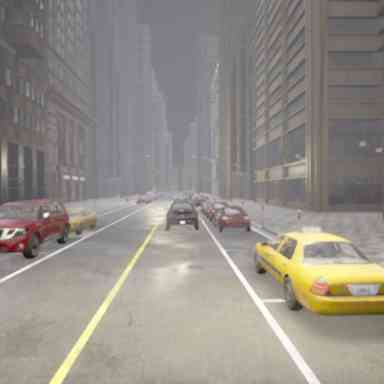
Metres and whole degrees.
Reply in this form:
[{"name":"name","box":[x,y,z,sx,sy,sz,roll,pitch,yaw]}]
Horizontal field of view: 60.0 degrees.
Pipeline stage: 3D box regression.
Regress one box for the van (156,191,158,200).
[{"name":"van","box":[-7.973,0.866,63.056,1.690,1.788,3.998,-1,0,-2]}]

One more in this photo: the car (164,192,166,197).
[{"name":"car","box":[-8.975,0.620,91.128,2.192,1.841,5.009,-1,0,-2]}]

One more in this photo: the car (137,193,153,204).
[{"name":"car","box":[-7.571,1.197,51.828,1.802,1.307,4.206,-1,0,-2]}]

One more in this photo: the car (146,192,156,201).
[{"name":"car","box":[-7.771,1.136,57.443,1.947,1.339,4.313,-1,0,-2]}]

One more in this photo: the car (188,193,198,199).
[{"name":"car","box":[0.147,0.914,74.607,2.008,1.369,4.403,-1,0,-2]}]

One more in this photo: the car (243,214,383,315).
[{"name":"car","box":[2.543,1.438,7.396,1.752,1.417,4.829,0,1,-2]}]

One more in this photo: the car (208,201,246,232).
[{"name":"car","box":[2.149,1.400,18.457,1.802,1.307,4.206,0,1,-2]}]

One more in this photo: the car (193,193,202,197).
[{"name":"car","box":[1.348,1.198,40.917,1.947,1.339,4.313,-1,0,-2]}]

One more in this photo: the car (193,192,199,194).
[{"name":"car","box":[1.148,1.132,46.531,1.887,1.381,4.507,-1,0,-2]}]

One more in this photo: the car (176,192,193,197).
[{"name":"car","box":[-1.278,1.156,39.643,2.128,1.511,4.902,0,1,-2]}]

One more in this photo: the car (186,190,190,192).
[{"name":"car","box":[0.545,0.768,63.374,2.192,1.841,5.009,-1,0,-2]}]

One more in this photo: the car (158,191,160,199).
[{"name":"car","box":[-8.172,1.025,68.672,1.887,1.381,4.507,-1,0,-2]}]

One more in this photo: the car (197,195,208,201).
[{"name":"car","box":[1.742,1.247,29.856,1.752,1.417,4.829,0,0,-2]}]

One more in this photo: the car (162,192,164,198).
[{"name":"car","box":[-8.772,0.930,85.516,1.802,1.307,4.206,-1,0,-2]}]

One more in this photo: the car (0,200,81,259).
[{"name":"car","box":[-6.172,1.254,12.524,2.192,1.841,5.009,0,1,-2]}]

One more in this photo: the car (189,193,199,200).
[{"name":"car","box":[0.347,0.974,68.992,1.947,1.339,4.313,-1,0,-2]}]

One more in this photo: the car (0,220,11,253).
[{"name":"car","box":[-5.970,1.537,6.911,2.008,1.369,4.403,0,1,-2]}]

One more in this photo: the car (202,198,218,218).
[{"name":"car","box":[1.949,1.352,24.071,1.802,1.307,4.206,0,0,-2]}]

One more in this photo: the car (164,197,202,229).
[{"name":"car","box":[-0.592,1.332,20.173,1.837,1.490,4.892,0,1,-2]}]

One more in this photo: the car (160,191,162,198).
[{"name":"car","box":[-8.372,1.002,74.287,1.947,1.339,4.313,-1,0,-2]}]

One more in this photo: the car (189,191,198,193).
[{"name":"car","box":[0.947,0.983,52.145,1.967,1.590,4.097,-1,0,-2]}]

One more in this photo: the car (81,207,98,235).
[{"name":"car","box":[-6.364,1.417,17.970,1.752,1.417,4.829,0,1,-2]}]
